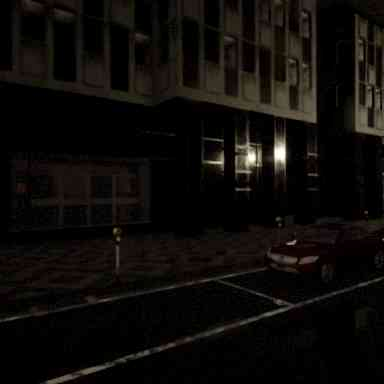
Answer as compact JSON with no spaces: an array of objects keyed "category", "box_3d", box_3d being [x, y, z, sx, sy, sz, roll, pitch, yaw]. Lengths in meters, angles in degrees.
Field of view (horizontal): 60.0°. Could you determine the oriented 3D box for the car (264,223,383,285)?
[{"category":"car","box_3d":[3.907,1.576,9.439,4.206,1.307,1.802,0,0,-36]}]
